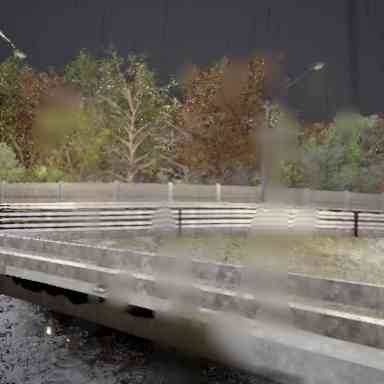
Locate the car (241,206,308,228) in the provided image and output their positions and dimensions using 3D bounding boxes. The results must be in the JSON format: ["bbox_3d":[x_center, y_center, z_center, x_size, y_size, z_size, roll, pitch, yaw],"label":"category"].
[{"bbox_3d":[5.643,1.696,22.741,4.674,1.442,1.812,1,0,-14],"label":"car"}]
